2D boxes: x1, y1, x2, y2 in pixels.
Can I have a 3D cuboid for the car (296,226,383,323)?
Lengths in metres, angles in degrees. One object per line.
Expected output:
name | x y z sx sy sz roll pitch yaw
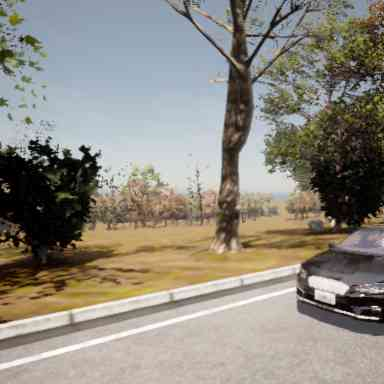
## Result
car | 4.218 1.496 6.989 4.902 1.511 2.128 0 0 -35
